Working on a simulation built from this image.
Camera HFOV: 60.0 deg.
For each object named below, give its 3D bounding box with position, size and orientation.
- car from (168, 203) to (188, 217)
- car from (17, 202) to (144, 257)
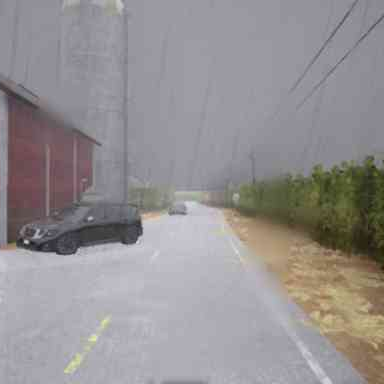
[{"bbox_3d":[-1.573,2.010,38.465,1.837,1.490,4.892,0,0,4],"label":"car"},{"bbox_3d":[-4.462,1.488,14.382,2.150,2.045,5.566,3,1,34],"label":"car"}]
